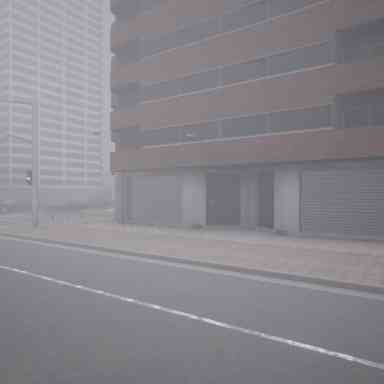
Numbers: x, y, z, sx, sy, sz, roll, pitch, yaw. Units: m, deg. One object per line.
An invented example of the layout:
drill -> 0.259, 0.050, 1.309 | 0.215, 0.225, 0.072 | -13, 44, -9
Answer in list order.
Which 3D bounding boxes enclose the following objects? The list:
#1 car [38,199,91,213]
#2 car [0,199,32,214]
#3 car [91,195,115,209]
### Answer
car -> -13.867, 1.601, 36.443 | 1.895, 1.301, 4.718 | 0, 0, 35
car -> -18.731, 1.478, 35.579 | 1.882, 1.535, 5.008 | 0, 0, 35
car -> -12.779, 1.505, 44.135 | 1.837, 1.490, 4.892 | 0, 0, 35
